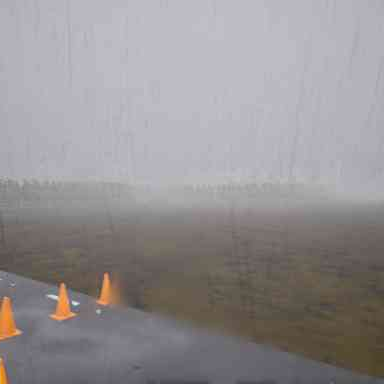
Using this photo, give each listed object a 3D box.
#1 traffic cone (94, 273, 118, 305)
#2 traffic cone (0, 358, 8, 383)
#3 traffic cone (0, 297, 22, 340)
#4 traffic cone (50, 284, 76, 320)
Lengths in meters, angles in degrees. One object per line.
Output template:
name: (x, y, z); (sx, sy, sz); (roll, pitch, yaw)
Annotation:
traffic cone: (-1.791, 1.992, 6.935); (0.340, 0.580, 0.340); (0, 0, 36)
traffic cone: (-1.927, 1.971, 3.333); (0.340, 0.580, 0.340); (0, 0, 36)
traffic cone: (-2.962, 1.981, 5.315); (0.340, 0.580, 0.340); (0, 0, 36)
traffic cone: (-2.376, 1.987, 6.125); (0.340, 0.580, 0.340); (0, 0, 36)
